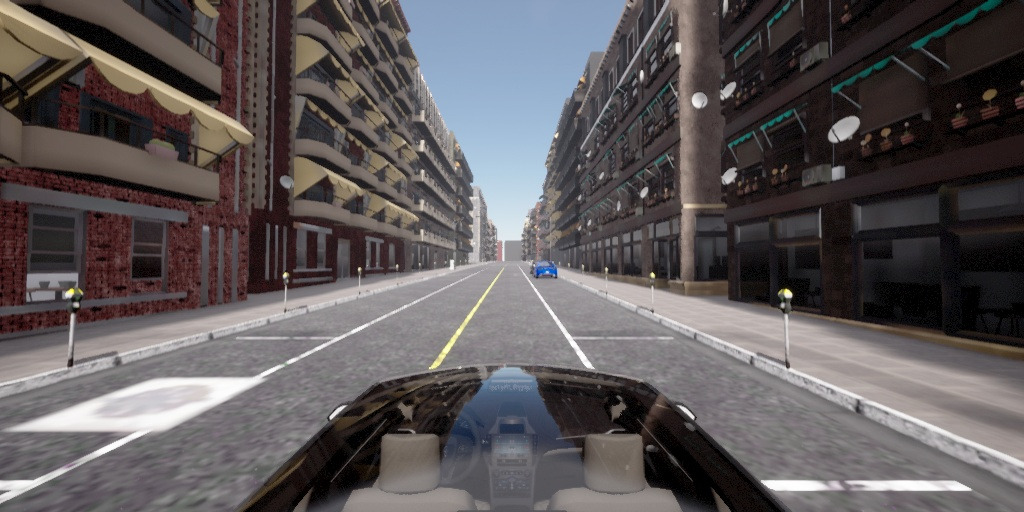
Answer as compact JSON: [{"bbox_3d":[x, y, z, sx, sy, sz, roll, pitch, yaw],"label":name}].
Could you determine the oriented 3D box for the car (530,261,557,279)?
[{"bbox_3d":[3.015,1.232,32.981,1.882,1.535,5.008,0,0,0],"label":"car"}]
